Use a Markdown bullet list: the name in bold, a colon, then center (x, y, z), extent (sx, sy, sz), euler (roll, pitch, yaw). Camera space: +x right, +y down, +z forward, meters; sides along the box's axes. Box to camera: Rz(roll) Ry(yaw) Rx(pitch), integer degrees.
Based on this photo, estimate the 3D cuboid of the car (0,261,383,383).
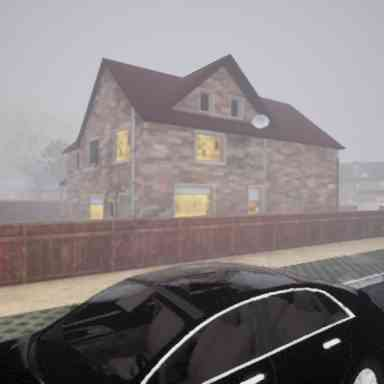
- **car**: center (-0.047, 1.525, 3.037), extent (4.892, 1.490, 1.837), euler (1, -1, -35)
